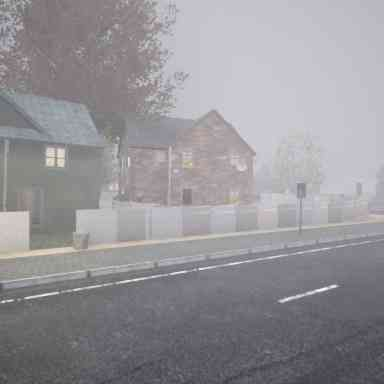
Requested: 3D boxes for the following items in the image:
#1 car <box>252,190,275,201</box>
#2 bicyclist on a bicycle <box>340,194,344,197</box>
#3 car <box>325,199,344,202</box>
[{"bbox_3d":[10.894,0.694,49.573,2.150,2.045,5.566,1,0,-20],"label":"car"},{"bbox_3d":[19.457,1.035,43.118,1.656,1.620,0.582,1,0,-20],"label":"bicyclist on a bicycle"},{"bbox_3d":[15.592,1.177,36.547,2.128,1.511,4.902,1,0,-20],"label":"car"}]
